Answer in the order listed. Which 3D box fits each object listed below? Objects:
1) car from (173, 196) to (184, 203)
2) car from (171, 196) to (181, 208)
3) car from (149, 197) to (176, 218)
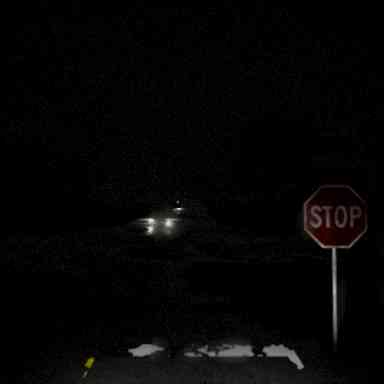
[{"bbox_3d":[-2.660,1.420,65.502,2.033,1.411,5.357,0,0,0],"label":"car"},{"bbox_3d":[-2.772,1.443,49.467,2.097,1.767,4.553,0,0,0],"label":"car"},{"bbox_3d":[-2.810,1.510,30.839,1.882,1.535,5.008,0,0,0],"label":"car"}]
